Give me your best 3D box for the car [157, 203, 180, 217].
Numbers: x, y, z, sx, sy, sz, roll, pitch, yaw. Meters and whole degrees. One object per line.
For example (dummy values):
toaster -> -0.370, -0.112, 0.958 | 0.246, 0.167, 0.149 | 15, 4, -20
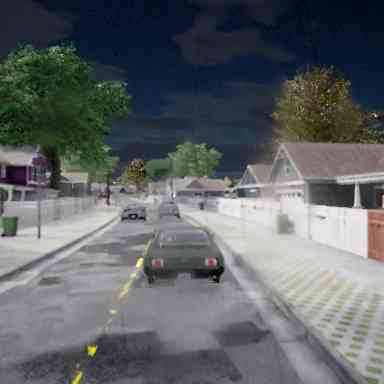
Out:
car -> -2.231, 1.692, 31.280 | 2.033, 1.411, 5.357 | 0, 0, -8

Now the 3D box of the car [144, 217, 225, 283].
car -> -0.246, 1.644, 9.803 | 1.895, 1.301, 4.718 | 0, 0, -2

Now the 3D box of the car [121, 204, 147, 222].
car -> -4.700, 1.688, 27.261 | 1.994, 1.385, 4.181 | 0, 0, -7
